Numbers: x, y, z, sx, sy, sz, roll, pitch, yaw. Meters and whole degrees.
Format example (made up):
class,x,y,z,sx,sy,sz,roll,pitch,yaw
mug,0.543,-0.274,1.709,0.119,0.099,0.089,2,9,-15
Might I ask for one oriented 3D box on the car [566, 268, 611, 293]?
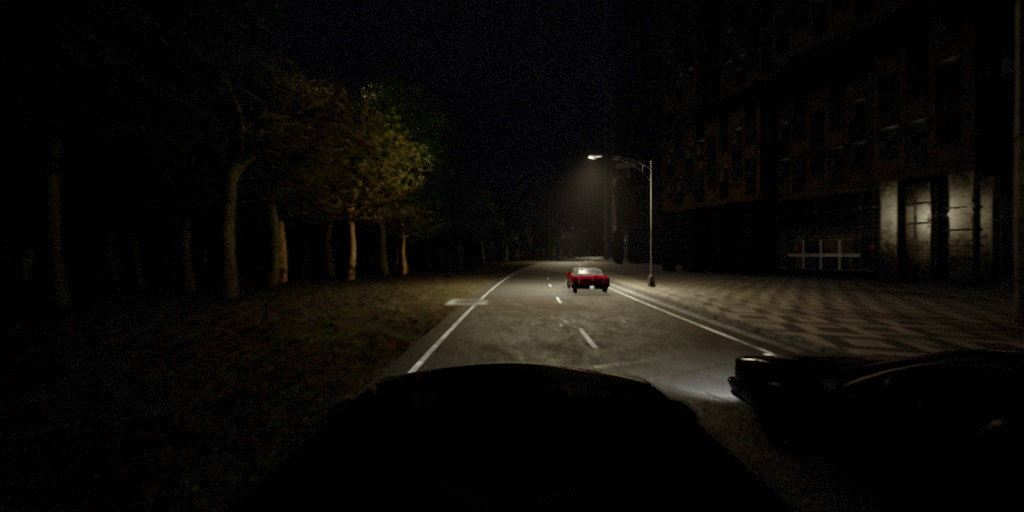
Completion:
class,x,y,z,sx,sy,sz,roll,pitch,yaw
car,4.188,1.297,20.425,1.895,1.301,4.718,0,0,3

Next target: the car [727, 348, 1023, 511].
class,x,y,z,sx,sy,sz,roll,pitch,yaw
car,3.617,1.299,2.027,2.033,1.411,5.357,0,0,0
